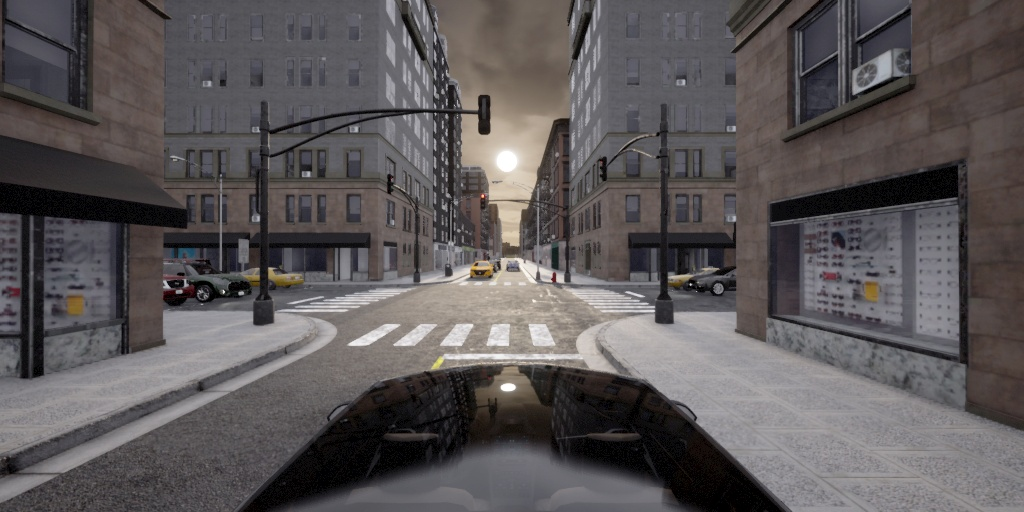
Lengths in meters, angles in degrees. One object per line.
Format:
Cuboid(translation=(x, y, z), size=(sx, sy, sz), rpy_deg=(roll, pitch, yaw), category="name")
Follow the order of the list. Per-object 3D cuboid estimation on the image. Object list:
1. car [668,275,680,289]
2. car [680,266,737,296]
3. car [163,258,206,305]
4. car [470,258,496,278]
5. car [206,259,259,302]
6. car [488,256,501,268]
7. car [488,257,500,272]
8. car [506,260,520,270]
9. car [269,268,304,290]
Cuboid(translation=(11.649, 1.304, 21.516), size=(4.829, 1.417, 1.751), rpy_deg=(0, 0, 0), category="car")
Cuboid(translation=(11.913, 1.273, 18.970), size=(4.892, 1.490, 1.837), rpy_deg=(0, 0, 1), category="car")
Cuboid(translation=(-15.090, 1.035, 13.549), size=(5.009, 1.841, 2.192), rpy_deg=(0, 0, 0), category="car")
Cuboid(translation=(-2.821, 1.222, 33.900), size=(1.882, 1.535, 5.008), rpy_deg=(0, 0, 0), category="car")
Cuboid(translation=(-14.378, 1.084, 16.089), size=(4.553, 1.767, 2.097), rpy_deg=(0, 0, 0), category="car")
Cuboid(translation=(-2.801, 0.953, 54.896), size=(2.150, 2.045, 5.566), rpy_deg=(0, 0, 0), category="car")
Cuboid(translation=(-2.816, 1.244, 44.303), size=(1.837, 1.490, 4.892), rpy_deg=(0, 0, 0), category="car")
Cuboid(translation=(0.139, 1.281, 51.813), size=(2.033, 1.411, 5.357), rpy_deg=(0, 0, 0), category="car")
Cuboid(translation=(-15.234, 1.279, 21.575), size=(4.829, 1.417, 1.751), rpy_deg=(0, 0, 0), category="car")
